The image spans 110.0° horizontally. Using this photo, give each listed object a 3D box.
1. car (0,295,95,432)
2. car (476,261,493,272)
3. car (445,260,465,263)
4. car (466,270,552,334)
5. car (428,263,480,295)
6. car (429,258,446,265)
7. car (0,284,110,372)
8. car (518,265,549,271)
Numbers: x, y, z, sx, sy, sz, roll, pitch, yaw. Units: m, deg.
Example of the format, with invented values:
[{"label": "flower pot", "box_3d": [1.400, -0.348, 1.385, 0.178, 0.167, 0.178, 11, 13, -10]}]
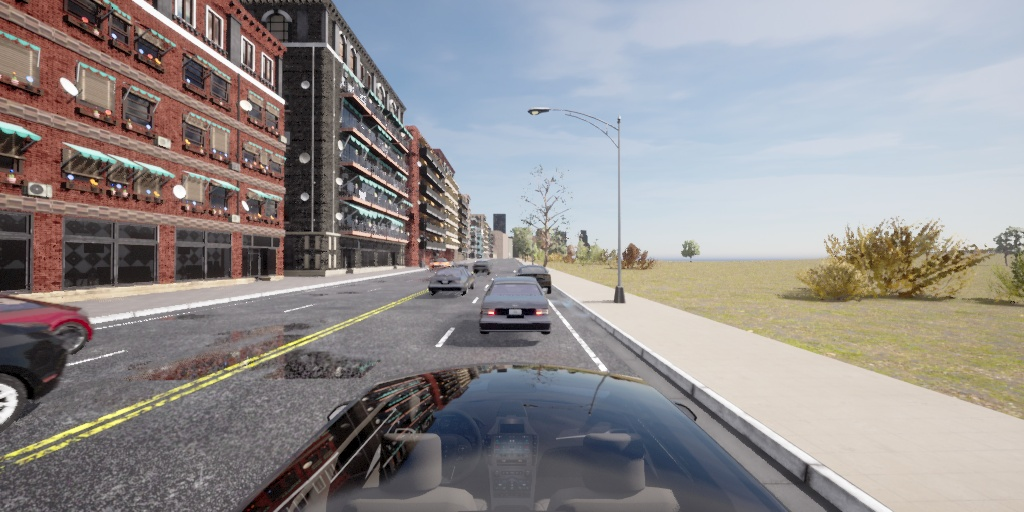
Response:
[{"label": "car", "box_3d": [-6.603, 1.255, 2.474, 1.837, 1.490, 4.892, 0, 0, 0]}, {"label": "car", "box_3d": [-3.191, 1.258, 39.085, 1.837, 1.490, 4.892, 0, 1, 0]}, {"label": "car", "box_3d": [-6.650, 1.351, 44.654, 1.895, 1.301, 4.718, 0, 0, 0]}, {"label": "car", "box_3d": [0.092, 1.299, 10.542, 2.033, 1.411, 5.357, 0, 0, 0]}, {"label": "car", "box_3d": [-3.173, 1.299, 19.680, 2.033, 1.411, 5.357, 0, 0, 1]}, {"label": "car", "box_3d": [-9.901, 1.102, 48.920, 2.097, 1.767, 4.553, 0, 0, 0]}, {"label": "car", "box_3d": [-9.855, 1.314, 5.811, 1.994, 1.385, 4.181, 0, 0, 0]}, {"label": "car", "box_3d": [1.115, 1.230, 20.306, 1.882, 1.535, 5.008, 0, 0, 0]}]
